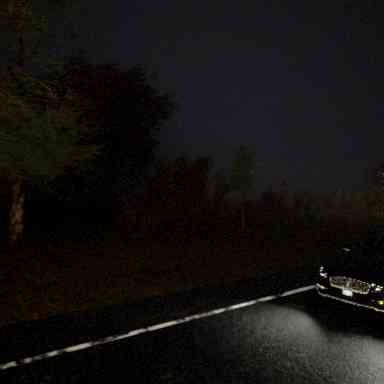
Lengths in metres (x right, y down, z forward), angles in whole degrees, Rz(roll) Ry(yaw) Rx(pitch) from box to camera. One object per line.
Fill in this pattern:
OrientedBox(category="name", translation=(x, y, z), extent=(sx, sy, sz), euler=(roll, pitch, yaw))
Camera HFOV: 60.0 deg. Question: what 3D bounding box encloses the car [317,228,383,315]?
OrientedBox(category="car", translation=(4.778, 1.586, 7.404), extent=(4.892, 1.490, 1.837), euler=(1, 0, -36))
